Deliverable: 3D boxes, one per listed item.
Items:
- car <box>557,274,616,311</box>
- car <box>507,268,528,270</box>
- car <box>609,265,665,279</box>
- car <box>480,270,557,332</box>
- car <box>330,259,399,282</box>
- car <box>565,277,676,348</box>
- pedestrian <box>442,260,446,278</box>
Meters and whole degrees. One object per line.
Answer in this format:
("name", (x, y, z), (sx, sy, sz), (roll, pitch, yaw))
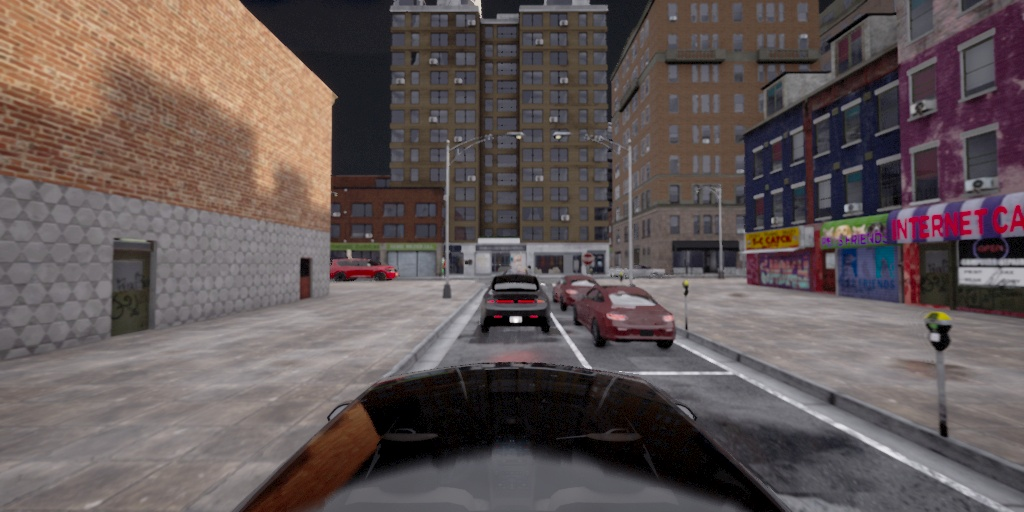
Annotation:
("car", (2.641, 1.420, 14.560), (1.802, 1.307, 4.207), (0, 0, 0))
("car", (0.419, 1.494, 24.496), (1.895, 1.301, 4.718), (1, -1, 6))
("car", (11.641, 1.484, 33.651), (4.718, 1.301, 1.895), (-1, -1, 0))
("car", (0.092, 1.317, 11.035), (1.837, 1.490, 4.892), (0, -1, 0))
("car", (-12.695, 1.273, 30.813), (5.566, 2.045, 2.150), (-1, -1, 0))
("car", (2.640, 1.382, 9.121), (1.802, 1.307, 4.207), (0, 0, 0))
("pedestrian", (-6.819, 1.276, 36.649), (0.375, 1.860, 0.375), (0, -1, 0))
